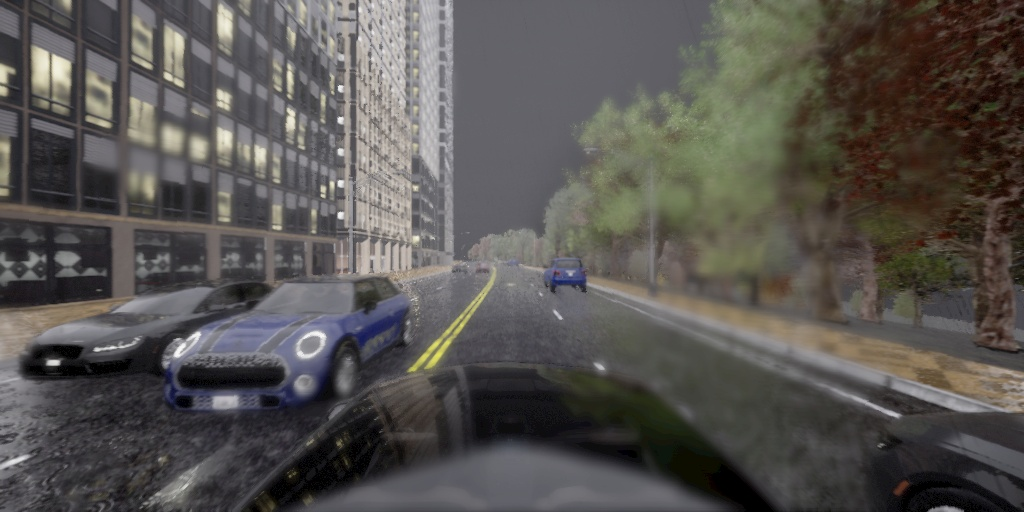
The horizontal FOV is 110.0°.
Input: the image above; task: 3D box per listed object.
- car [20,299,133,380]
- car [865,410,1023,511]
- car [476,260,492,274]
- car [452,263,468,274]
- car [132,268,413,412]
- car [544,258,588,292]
[{"bbox_3d":[-6.600,1.306,7.588,1.837,1.490,4.892,0,0,0],"label":"car"},{"bbox_3d":[3.347,1.243,0.418,1.837,1.490,4.892,0,0,0],"label":"car"},{"bbox_3d":[-3.954,1.627,49.613,1.882,1.535,5.008,0,-1,-2],"label":"car"},{"bbox_3d":[-7.227,1.719,50.188,1.994,1.385,4.181,0,0,-2],"label":"car"},{"bbox_3d":[-3.351,1.143,6.458,2.097,1.767,4.553,0,0,0],"label":"car"},{"bbox_3d":[3.309,1.150,22.860,2.150,2.045,5.566,0,0,0],"label":"car"}]
